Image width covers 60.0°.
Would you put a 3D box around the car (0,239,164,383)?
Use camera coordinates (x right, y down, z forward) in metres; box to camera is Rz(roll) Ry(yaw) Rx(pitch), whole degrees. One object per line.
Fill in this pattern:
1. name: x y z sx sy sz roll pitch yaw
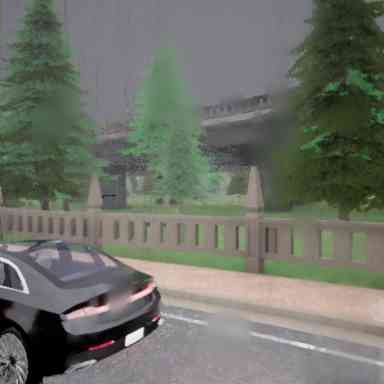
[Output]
1. car: -2.732 1.521 5.247 4.902 1.511 2.128 0 0 32
